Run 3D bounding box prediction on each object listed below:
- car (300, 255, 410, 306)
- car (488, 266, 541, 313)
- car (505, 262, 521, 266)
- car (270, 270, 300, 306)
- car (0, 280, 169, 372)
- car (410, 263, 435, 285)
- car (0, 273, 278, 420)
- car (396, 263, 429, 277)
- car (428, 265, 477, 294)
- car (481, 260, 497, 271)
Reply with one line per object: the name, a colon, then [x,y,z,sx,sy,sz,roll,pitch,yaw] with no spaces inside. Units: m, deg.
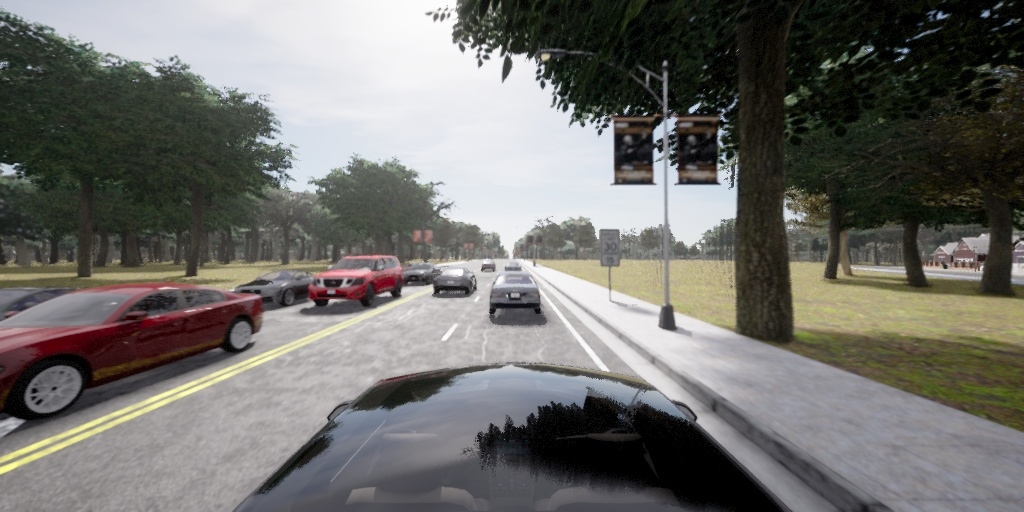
car: [-6.597,0.973,15.990,2.150,2.045,5.566,0,0,1]
car: [0.105,1.295,13.925,2.033,1.411,5.357,0,0,0]
car: [0.113,1.284,36.611,2.033,1.411,5.357,0,0,0]
car: [-9.831,1.318,15.532,1.994,1.385,4.181,0,0,1]
car: [-9.838,1.319,7.126,1.994,1.385,4.181,0,0,1]
car: [-6.569,1.252,26.372,1.837,1.490,4.892,0,0,0]
car: [-6.593,1.231,6.072,1.882,1.535,5.008,0,0,0]
car: [-9.792,1.344,35.655,1.895,1.301,4.718,0,0,1]
car: [-3.145,1.312,20.403,1.994,1.385,4.181,0,0,0]
car: [-3.133,1.274,48.700,2.033,1.411,5.357,0,0,0]
